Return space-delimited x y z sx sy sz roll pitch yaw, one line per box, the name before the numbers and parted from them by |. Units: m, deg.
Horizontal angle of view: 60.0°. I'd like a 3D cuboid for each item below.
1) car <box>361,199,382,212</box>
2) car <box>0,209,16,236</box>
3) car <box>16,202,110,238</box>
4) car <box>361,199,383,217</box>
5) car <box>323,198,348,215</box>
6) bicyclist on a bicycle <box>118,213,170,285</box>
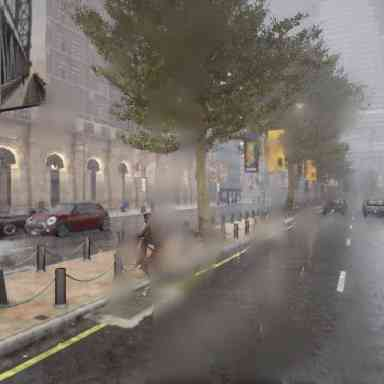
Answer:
car | 21.304 1.547 39.640 2.033 1.411 5.357 0 0 27
car | -9.455 1.595 18.837 1.895 1.301 4.718 0 0 26
car | -6.477 1.353 17.708 2.097 1.767 4.553 0 0 27
car | 16.967 1.491 30.915 2.128 1.511 4.902 0 0 27
car | 14.374 1.505 33.542 1.837 1.490 4.892 0 0 27
bicyclist on a bicycle | -1.123 1.363 8.249 1.656 1.620 0.582 14 2 28
